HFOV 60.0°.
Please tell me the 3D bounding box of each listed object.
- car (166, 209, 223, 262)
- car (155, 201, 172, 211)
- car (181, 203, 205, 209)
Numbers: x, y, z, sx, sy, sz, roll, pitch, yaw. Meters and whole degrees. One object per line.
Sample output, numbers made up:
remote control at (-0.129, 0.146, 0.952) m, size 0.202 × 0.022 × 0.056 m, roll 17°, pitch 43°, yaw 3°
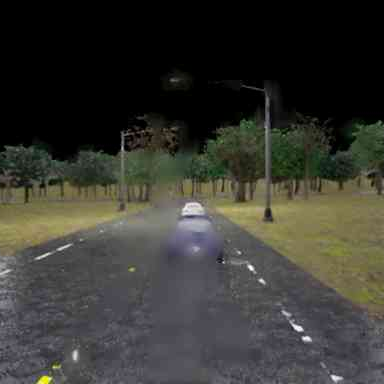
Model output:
car at (0.092, 1.545, 12.088) m, size 1.812 × 1.442 × 4.674 m, roll 0°, pitch 0°, yaw 0°
car at (-3.577, 1.744, 42.031) m, size 1.895 × 1.301 × 4.718 m, roll 0°, pitch 0°, yaw 0°
car at (0.096, 1.606, 27.354) m, size 1.812 × 1.442 × 4.674 m, roll 0°, pitch 0°, yaw 0°
